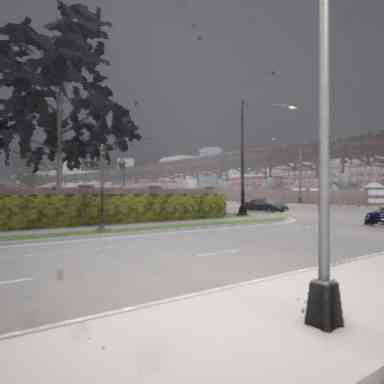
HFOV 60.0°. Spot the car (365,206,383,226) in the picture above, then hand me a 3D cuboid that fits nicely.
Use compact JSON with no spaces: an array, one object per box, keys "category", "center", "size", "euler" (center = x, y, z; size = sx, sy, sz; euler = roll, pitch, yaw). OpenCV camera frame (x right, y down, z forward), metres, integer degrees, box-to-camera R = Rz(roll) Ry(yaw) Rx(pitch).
[{"category":"car","center":[13.266,1.604,22.288],"size":[1.895,1.301,4.718],"euler":[0,0,43]}]

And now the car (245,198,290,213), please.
[{"category":"car","center":[8.208,1.551,37.052],"size":[2.033,1.411,5.357],"euler":[0,0,-35]}]

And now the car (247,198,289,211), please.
[{"category":"car","center":[9.390,1.496,41.453],"size":[2.128,1.511,4.902],"euler":[0,0,-35]}]
